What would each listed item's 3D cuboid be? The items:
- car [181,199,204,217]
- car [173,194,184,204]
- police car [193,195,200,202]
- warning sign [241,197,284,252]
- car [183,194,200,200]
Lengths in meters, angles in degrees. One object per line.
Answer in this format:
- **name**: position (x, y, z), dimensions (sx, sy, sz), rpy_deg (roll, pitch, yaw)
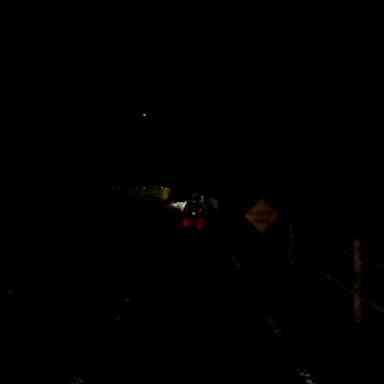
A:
- **car**: position (0.169, 1.644, 31.965), dimensions (1.895, 1.301, 4.718), rpy_deg (0, 0, 1)
- **car**: position (-2.530, 1.422, 67.322), dimensions (2.150, 2.045, 5.566), rpy_deg (0, 0, 0)
- **police car**: position (1.113, 1.682, 86.961), dimensions (1.930, 1.638, 5.238), rpy_deg (0, 0, 0)
- **warning sign**: position (2.482, 1.126, 11.849), dimensions (1.300, 1.860, 1.060), rpy_deg (0, 0, 0)
- **car**: position (0.218, 1.430, 46.757), dimensions (2.097, 1.767, 4.553), rpy_deg (0, 0, 1)
